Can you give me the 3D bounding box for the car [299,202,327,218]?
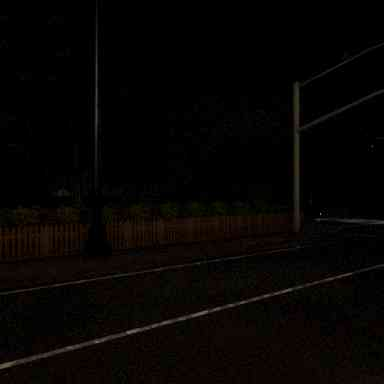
[{"bbox_3d":[9.856,1.601,30.557,1.895,1.301,4.718,0,0,-35],"label":"car"}]
